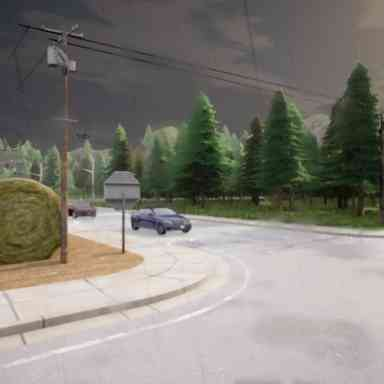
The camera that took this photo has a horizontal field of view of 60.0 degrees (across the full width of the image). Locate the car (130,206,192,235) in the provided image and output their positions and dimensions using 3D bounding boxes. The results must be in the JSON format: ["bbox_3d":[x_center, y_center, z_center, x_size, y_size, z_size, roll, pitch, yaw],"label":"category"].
[{"bbox_3d":[-1.942,1.561,19.263,1.812,1.442,4.674,0,0,-38],"label":"car"}]

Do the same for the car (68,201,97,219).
[{"bbox_3d":[-10.182,1.513,29.730,1.882,1.535,5.008,0,1,-38],"label":"car"}]
